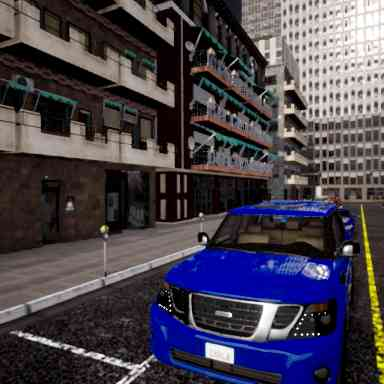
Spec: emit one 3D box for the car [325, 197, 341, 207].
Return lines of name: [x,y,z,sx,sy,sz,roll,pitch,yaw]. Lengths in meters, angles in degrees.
car: [22.017,1.535,51.870,1.947,1.339,4.313,-1,0,27]

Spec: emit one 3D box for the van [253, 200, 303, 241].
van: [4.537,1.333,17.182,1.690,1.788,3.998,-1,0,27]

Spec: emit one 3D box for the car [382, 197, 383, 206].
car: [31.636,1.492,53.449,1.752,1.417,4.829,-1,0,27]

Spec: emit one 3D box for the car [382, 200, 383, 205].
car: [29.063,1.515,48.341,1.887,1.381,4.507,-1,0,27]

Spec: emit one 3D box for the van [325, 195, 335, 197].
van: [14.524,1.321,37.004,1.690,1.788,3.998,-1,0,27]

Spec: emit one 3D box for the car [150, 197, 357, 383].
car: [1.532,1.219,5.703,2.150,2.045,5.566,0,0,27]

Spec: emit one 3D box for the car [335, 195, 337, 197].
car: [19.517,1.288,46.916,2.192,1.841,5.009,-1,0,27]

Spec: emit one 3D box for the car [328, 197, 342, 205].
car: [24.513,1.510,56.826,1.887,1.381,4.507,-1,0,27]
